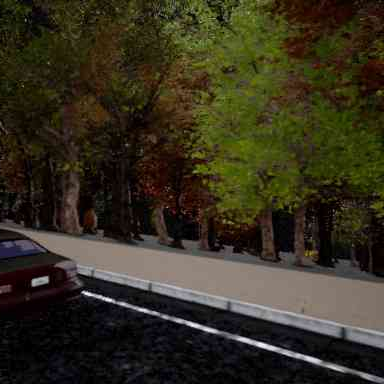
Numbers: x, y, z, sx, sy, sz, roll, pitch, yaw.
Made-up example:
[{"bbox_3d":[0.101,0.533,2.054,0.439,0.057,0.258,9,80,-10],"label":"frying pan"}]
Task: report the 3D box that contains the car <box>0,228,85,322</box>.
[{"bbox_3d":[-4.511,1.477,6.885,5.357,1.411,2.033,1,0,36],"label":"car"}]
